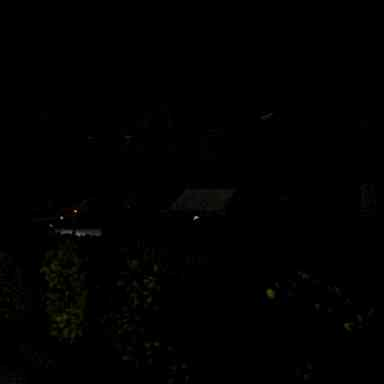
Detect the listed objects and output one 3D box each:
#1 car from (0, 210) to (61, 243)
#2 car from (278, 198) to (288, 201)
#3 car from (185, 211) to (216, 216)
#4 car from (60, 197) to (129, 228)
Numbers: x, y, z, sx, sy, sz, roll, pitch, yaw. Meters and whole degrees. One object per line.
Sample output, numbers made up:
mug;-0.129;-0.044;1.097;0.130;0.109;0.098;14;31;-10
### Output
car;-8.763;1.721;15.682;1.994;1.385;4.181;0;0;36
car;13.893;1.693;50.154;4.674;1.442;1.812;0;0;-44
car;0.822;1.653;35.240;1.837;1.490;4.892;0;1;37
car;-7.069;1.372;24.406;2.150;2.045;5.566;0;0;36
